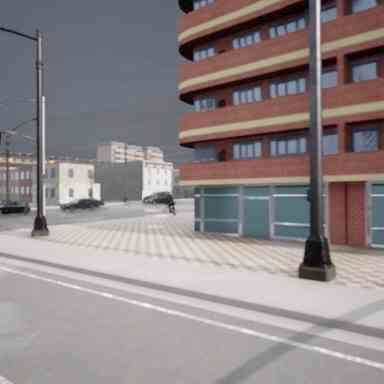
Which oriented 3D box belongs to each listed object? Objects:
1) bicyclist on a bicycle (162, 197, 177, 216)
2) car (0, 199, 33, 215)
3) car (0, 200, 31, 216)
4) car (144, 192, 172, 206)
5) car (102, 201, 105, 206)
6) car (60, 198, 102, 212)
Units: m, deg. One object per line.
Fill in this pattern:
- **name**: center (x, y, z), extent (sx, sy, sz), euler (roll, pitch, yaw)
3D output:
- **bicyclist on a bicycle**: center (-1.969, 1.234, 28.771), extent (1.656, 1.620, 0.582), euler (-1, 0, 37)
- **car**: center (-20.713, 1.643, 37.052), extent (2.128, 1.511, 4.902), euler (-1, 0, 37)
- **car**: center (-18.736, 1.703, 33.842), extent (1.994, 1.385, 4.181), euler (-1, 0, 37)
- **car**: center (-5.410, 1.263, 51.780), extent (2.128, 1.511, 4.902), euler (-1, 1, 37)
- **car**: center (-14.511, 1.538, 45.415), extent (2.033, 1.411, 5.357), euler (-1, 1, 37)
- **car**: center (-13.759, 1.548, 40.551), extent (1.812, 1.442, 4.674), euler (-1, 1, 37)
